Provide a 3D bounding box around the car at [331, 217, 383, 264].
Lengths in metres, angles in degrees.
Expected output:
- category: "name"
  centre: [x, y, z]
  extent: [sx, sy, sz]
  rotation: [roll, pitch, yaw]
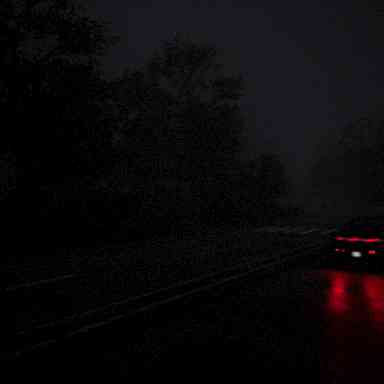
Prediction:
- category: "car"
  centre: [6.432, 1.626, 11.642]
  extent: [2.128, 1.511, 4.902]
  rotation: [-2, -1, 41]
